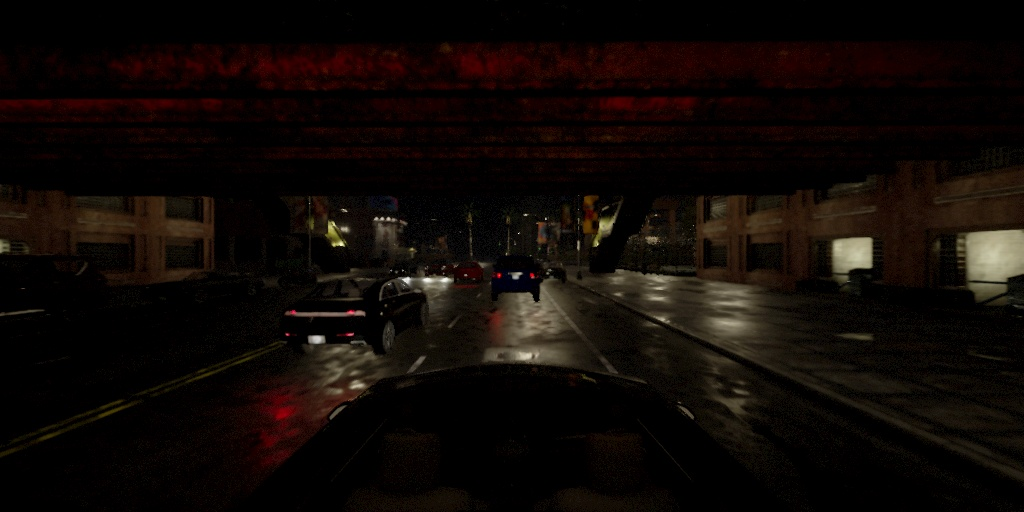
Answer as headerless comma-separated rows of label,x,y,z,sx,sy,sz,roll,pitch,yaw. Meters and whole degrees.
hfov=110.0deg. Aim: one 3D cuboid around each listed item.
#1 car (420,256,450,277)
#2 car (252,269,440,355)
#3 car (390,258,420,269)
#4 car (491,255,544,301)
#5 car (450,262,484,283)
car,-6.935,1.074,34.388,2.097,1.767,4.553,0,0,0
car,-3.389,1.236,8.662,2.128,1.511,4.902,0,0,0
car,-10.435,1.226,34.858,1.837,1.490,4.892,0,0,0
car,0.183,0.958,17.544,2.150,2.045,5.566,0,0,1
car,-3.271,1.205,27.792,1.882,1.535,5.008,0,0,0
